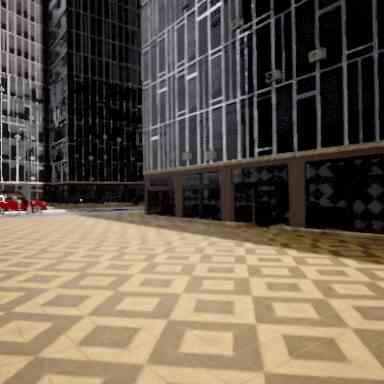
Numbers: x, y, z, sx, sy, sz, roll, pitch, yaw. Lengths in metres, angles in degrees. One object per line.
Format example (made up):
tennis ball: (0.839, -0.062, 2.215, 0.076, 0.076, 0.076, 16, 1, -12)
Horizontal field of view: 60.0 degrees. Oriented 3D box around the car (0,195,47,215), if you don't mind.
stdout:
car: (-15.834, 1.166, 29.901, 5.009, 1.841, 2.192, 0, -1, -37)
